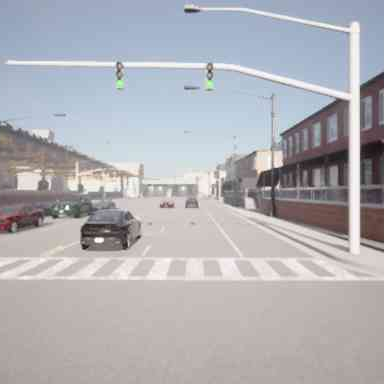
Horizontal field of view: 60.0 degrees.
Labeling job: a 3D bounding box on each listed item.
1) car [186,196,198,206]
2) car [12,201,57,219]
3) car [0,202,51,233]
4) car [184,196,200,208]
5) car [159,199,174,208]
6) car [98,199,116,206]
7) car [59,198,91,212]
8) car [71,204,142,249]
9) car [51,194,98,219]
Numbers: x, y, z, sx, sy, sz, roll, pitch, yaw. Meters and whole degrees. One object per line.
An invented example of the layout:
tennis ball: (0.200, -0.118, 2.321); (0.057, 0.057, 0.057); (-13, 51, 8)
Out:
car: (-0.020, 1.505, 57.485); (1.882, 1.535, 5.008); (0, 0, 0)
car: (-14.036, 1.578, 29.917); (1.994, 1.385, 4.181); (0, 0, 0)
car: (-10.594, 1.487, 19.782); (1.882, 1.535, 5.008); (0, 0, 0)
car: (-0.014, 1.524, 47.187); (1.837, 1.490, 4.892); (0, 0, 0)
car: (-3.516, 1.623, 47.329); (1.895, 1.301, 4.718); (0, 0, 0)
car: (-10.514, 1.567, 40.357); (2.033, 1.411, 5.357); (0, 0, 0)
car: (-14.014, 1.511, 40.229); (2.128, 1.511, 4.902); (0, 0, 0)
car: (-3.405, 1.512, 14.605); (1.837, 1.490, 4.892); (0, 0, 0)
car: (-10.541, 1.236, 29.666); (2.150, 2.045, 5.566); (0, 0, 0)
